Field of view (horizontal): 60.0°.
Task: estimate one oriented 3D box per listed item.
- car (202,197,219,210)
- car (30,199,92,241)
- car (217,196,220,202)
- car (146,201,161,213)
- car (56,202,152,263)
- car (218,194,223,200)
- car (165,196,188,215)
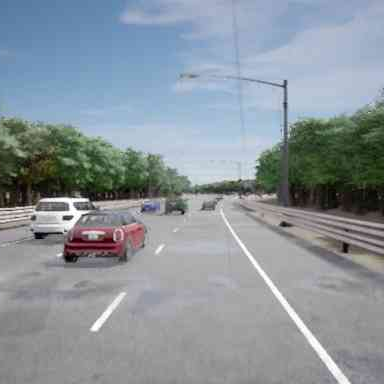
[{"bbox_3d":[2.479,1.838,49.017,2.128,1.511,4.902,0,0,4],"label":"car"},{"bbox_3d":[-6.342,1.353,17.665,2.150,2.045,5.566,0,0,3],"label":"car"},{"bbox_3d":[4.569,2.074,72.774,1.895,1.301,4.718,0,0,6],"label":"car"},{"bbox_3d":[-5.023,1.813,40.981,1.812,1.442,4.674,0,0,4],"label":"car"},{"bbox_3d":[-3.022,1.448,12.579,2.097,1.767,4.553,0,0,2],"label":"car"},{"bbox_3d":[6.970,2.058,94.431,1.837,1.490,4.892,0,0,7],"label":"car"},{"bbox_3d":[-1.739,1.496,37.996,2.150,2.045,5.566,0,0,4],"label":"car"}]
